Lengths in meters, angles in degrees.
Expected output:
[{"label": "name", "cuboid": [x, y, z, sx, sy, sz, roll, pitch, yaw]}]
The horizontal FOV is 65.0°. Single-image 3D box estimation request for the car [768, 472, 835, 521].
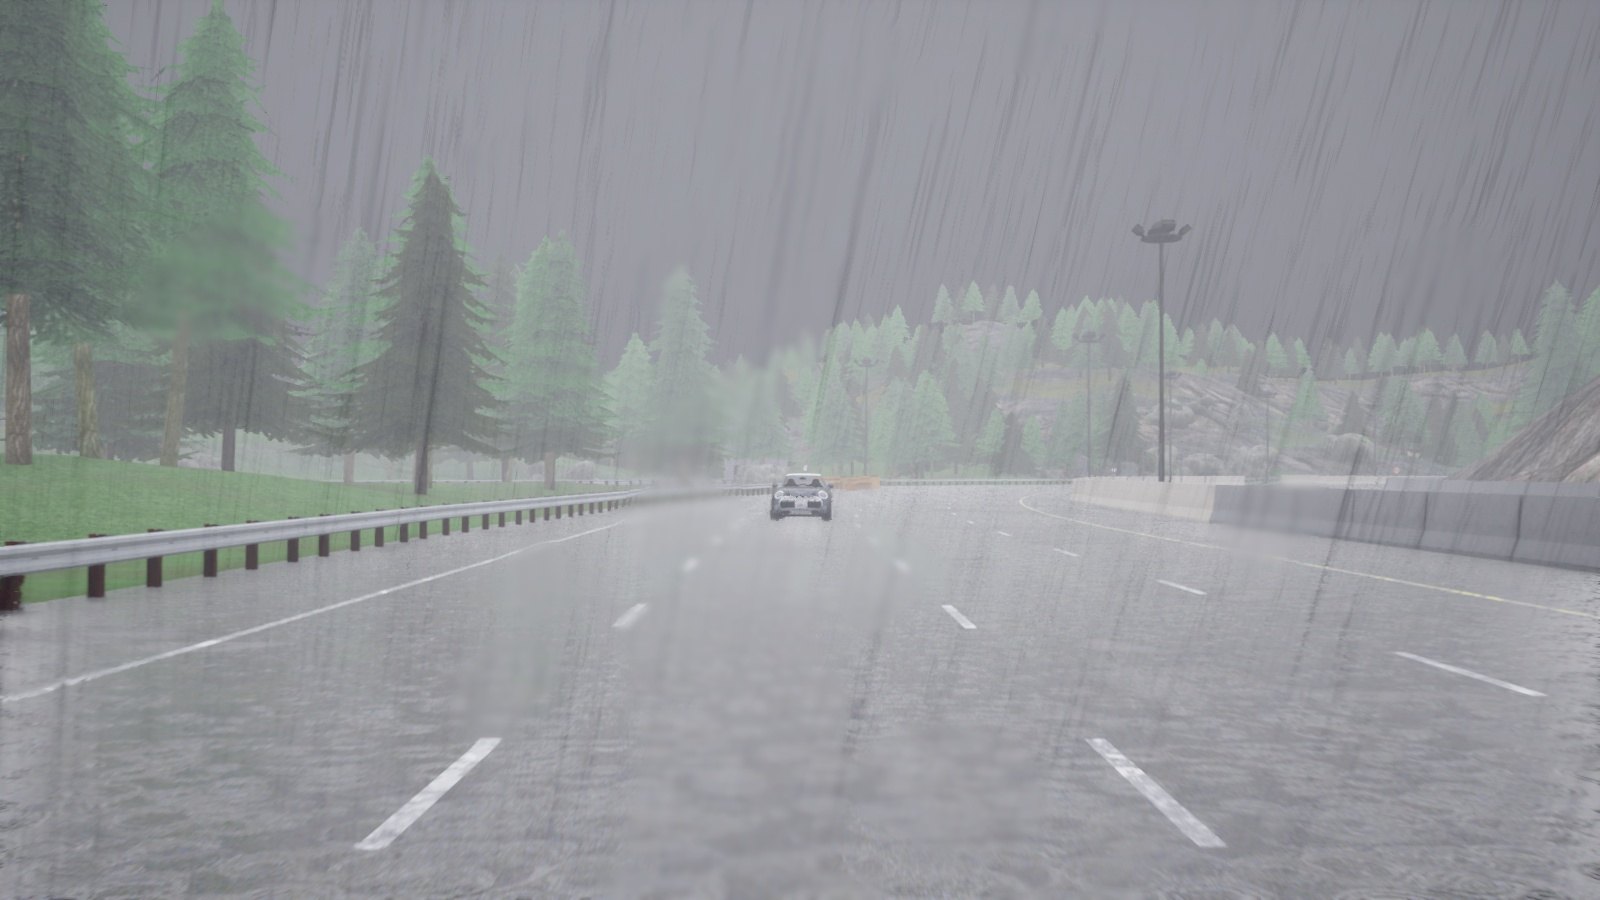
[{"label": "car", "cuboid": [0.099, 1.448, 39.930, 1.970, 1.475, 3.806, 0, -1, 2]}]
